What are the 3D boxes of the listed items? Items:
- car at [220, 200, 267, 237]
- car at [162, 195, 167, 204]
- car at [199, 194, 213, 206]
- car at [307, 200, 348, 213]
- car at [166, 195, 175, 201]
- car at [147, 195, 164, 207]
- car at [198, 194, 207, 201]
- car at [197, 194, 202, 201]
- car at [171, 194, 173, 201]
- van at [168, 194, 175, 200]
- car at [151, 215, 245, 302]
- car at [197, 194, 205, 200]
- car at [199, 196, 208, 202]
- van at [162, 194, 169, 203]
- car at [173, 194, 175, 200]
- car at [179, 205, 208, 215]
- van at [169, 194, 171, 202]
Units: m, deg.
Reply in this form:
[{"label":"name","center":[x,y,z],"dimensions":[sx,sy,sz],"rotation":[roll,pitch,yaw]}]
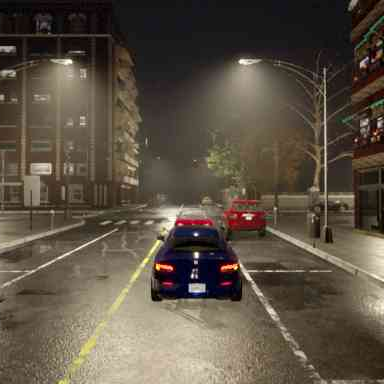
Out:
[{"label":"car","center":[2.679,1.322,18.091],"dimensions":[2.192,1.841,5.009],"rotation":[1,0,0]},{"label":"car","center":[-5.768,1.616,56.113],"dimensions":[1.802,1.307,4.206],"rotation":[1,0,0]},{"label":"car","center":[2.613,1.560,56.291],"dimensions":[1.752,1.417,4.829],"rotation":[1,0,0]},{"label":"car","center":[15.153,1.607,37.144],"dimensions":[4.313,1.339,1.947],"rotation":[0,-1,0]},{"label":"car","center":[-5.821,1.620,89.346],"dimensions":[2.008,1.369,4.403],"rotation":[1,0,0]},{"label":"car","center":[-5.759,1.612,50.576],"dimensions":[1.802,1.307,4.206],"rotation":[1,0,0]},{"label":"car","center":[2.572,1.377,83.812],"dimensions":[2.192,1.841,5.009],"rotation":[1,0,0]},{"label":"car","center":[2.586,1.601,72.735],"dimensions":[2.008,1.369,4.403],"rotation":[1,0,0]},{"label":"car","center":[-5.794,1.632,72.730],"dimensions":[1.802,1.307,4.206],"rotation":[1,0,0]},{"label":"van","center":[-5.826,1.417,94.884],"dimensions":[1.690,1.788,3.998],"rotation":[1,0,0]},{"label":"car","center":[0.088,1.528,8.157],"dimensions":[1.812,1.442,4.674],"rotation":[0,0,0]},{"label":"car","center":[2.554,1.391,94.887],"dimensions":[2.192,1.841,5.009],"rotation":[1,0,0]},{"label":"car","center":[2.576,1.622,78.274],"dimensions":[1.947,1.339,4.313],"rotation":[1,0,0]},{"label":"van","center":[-5.772,1.380,61.652],"dimensions":[1.690,1.788,3.998],"rotation":[1,0,0]},{"label":"car","center":[-5.803,1.606,78.268],"dimensions":[2.008,1.369,4.403],"rotation":[1,0,0]},{"label":"car","center":[0.071,1.608,17.900],"dimensions":[1.895,1.301,4.718],"rotation":[0,0,0]},{"label":"van","center":[-5.781,1.385,67.191],"dimensions":[1.690,1.788,3.998],"rotation":[1,0,0]}]
